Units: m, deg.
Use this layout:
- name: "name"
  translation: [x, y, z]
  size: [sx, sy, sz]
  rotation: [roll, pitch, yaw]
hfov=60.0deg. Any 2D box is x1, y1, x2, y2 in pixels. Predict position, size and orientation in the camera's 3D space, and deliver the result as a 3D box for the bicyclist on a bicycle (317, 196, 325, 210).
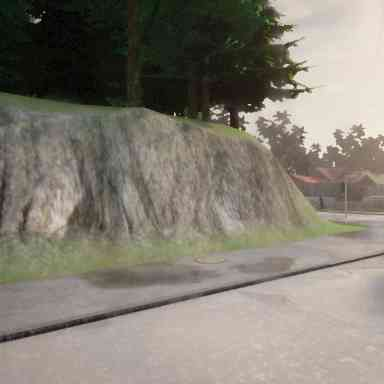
- name: "bicyclist on a bicycle"
  translation: [15.522, 1.349, 39.962]
  size: [1.656, 1.620, 0.582]
  rotation: [0, 0, -36]
